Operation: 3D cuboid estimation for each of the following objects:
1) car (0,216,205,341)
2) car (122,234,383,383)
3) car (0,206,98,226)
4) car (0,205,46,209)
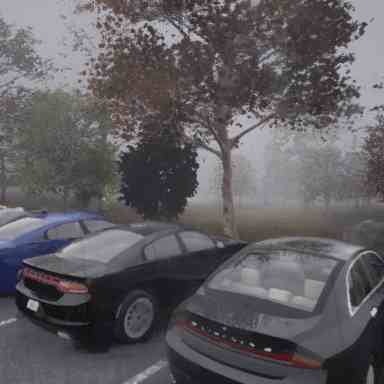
[{"bbox_3d":[-0.607,1.312,6.382,2.097,1.535,5.008,2,2,38],"label":"car"},{"bbox_3d":[1.701,1.376,4.597,2.231,1.521,4.892,2,2,38],"label":"car"},{"bbox_3d":[-2.814,1.242,8.087,2.097,1.535,5.008,2,2,38],"label":"car"},{"bbox_3d":[-5.037,1.195,9.775,2.163,1.488,4.792,2,2,38],"label":"car"}]
